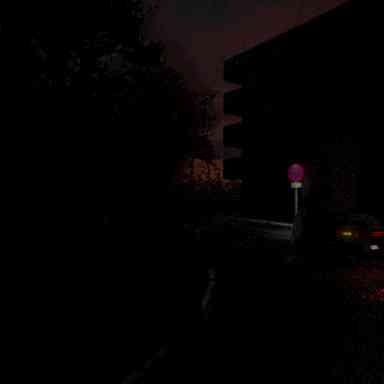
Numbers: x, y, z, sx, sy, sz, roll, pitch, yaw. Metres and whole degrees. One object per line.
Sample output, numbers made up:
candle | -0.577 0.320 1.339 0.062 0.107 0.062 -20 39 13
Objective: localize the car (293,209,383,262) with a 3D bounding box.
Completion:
car | 5.129 1.327 11.734 1.882 1.535 5.008 2 1 1

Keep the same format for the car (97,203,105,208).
car | -9.614 0.556 28.588 4.892 1.490 1.837 3 0 32
